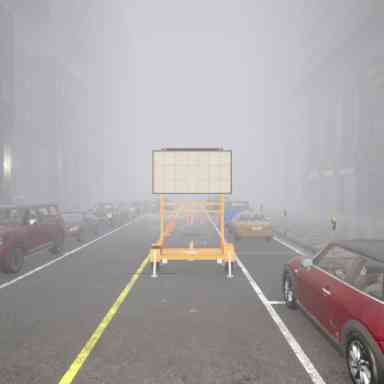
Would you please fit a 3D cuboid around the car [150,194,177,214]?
[{"bbox_3d":[-3.075,1.356,35.438,2.097,1.767,4.553,0,0,0],"label":"car"}]

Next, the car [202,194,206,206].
[{"bbox_3d":[2.790,1.324,44.348,2.192,1.841,5.009,0,0,0],"label":"car"}]

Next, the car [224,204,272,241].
[{"bbox_3d":[2.771,1.525,16.510,1.752,1.417,4.829,0,0,0],"label":"car"}]

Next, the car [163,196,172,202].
[{"bbox_3d":[-5.711,1.576,77.954,1.887,1.381,4.507,0,0,0],"label":"car"}]

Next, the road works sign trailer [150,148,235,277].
[{"bbox_3d":[0.007,0.464,10.181,2.380,3.560,2.880,0,0,0],"label":"road works sign trailer"}]

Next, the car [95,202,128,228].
[{"bbox_3d":[-5.750,1.440,21.933,1.967,1.590,4.097,0,0,0],"label":"car"}]

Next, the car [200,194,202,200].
[{"bbox_3d":[2.798,1.456,55.551,1.967,1.590,4.097,0,0,0],"label":"car"}]

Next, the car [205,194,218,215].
[{"bbox_3d":[2.782,1.319,33.144,2.192,1.841,5.009,0,0,0],"label":"car"}]

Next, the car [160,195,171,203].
[{"bbox_3d":[-5.715,1.467,72.352,1.967,1.590,4.097,0,0,0],"label":"car"}]

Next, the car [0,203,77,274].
[{"bbox_3d":[-5.758,1.314,10.729,2.192,1.841,5.009,0,0,0],"label":"car"}]

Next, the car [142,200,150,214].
[{"bbox_3d":[-5.742,1.569,33.137,1.947,1.339,4.313,0,0,0],"label":"car"}]

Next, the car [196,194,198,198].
[{"bbox_3d":[2.822,1.584,89.161,1.887,1.381,4.507,0,0,0],"label":"car"}]

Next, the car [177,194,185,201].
[{"bbox_3d":[-2.939,1.515,87.342,1.882,1.535,5.008,0,0,0],"label":"car"}]

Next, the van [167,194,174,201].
[{"bbox_3d":[-5.703,1.380,89.159,1.690,1.788,3.998,0,0,0],"label":"van"}]

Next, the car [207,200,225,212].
[{"bbox_3d":[2.787,1.588,38.746,1.802,1.307,4.206,0,0,0],"label":"car"}]

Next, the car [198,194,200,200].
[{"bbox_3d":[2.806,1.464,66.754,1.967,1.590,4.097,0,0,0],"label":"car"}]

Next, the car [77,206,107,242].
[{"bbox_3d":[-5.754,1.582,16.331,1.802,1.307,4.206,0,0,0],"label":"car"}]

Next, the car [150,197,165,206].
[{"bbox_3d":[-5.727,1.561,55.546,1.887,1.381,4.507,0,0,0],"label":"car"}]

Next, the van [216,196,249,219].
[{"bbox_3d":[2.775,1.342,21.941,1.690,1.788,3.998,0,0,0],"label":"van"}]

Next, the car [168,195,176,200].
[{"bbox_3d":[-5.699,1.588,94.761,1.887,1.381,4.507,0,0,0],"label":"car"}]

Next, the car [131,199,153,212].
[{"bbox_3d":[-5.738,1.572,38.739,1.947,1.339,4.313,0,0,0],"label":"car"}]

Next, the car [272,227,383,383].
[{"bbox_3d":[2.763,1.440,5.135,1.967,1.590,4.097,0,0,0],"label":"car"}]

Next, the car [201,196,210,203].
[{"bbox_3d":[2.811,1.610,72.356,1.802,1.307,4.206,0,0,0],"label":"car"}]

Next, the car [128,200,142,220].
[{"bbox_3d":[-5.746,1.552,27.536,2.008,1.369,4.403,0,0,0],"label":"car"}]
